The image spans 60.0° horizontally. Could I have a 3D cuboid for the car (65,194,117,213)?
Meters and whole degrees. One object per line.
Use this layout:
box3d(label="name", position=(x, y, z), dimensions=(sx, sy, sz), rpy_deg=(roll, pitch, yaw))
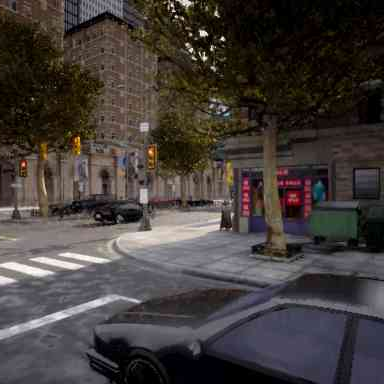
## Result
box3d(label="car", position=(-10.498, 1.221, 36.226), dimensions=(2.150, 2.045, 5.566), rpy_deg=(0, 0, 36))

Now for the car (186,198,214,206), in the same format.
box3d(label="car", position=(1.425, 1.601, 52.756), dimensions=(1.895, 1.301, 4.718), rpy_deg=(0, 0, 36))

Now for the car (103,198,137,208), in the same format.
box3d(label="car", position=(-10.271, 1.595, 47.917), dimensions=(1.895, 1.301, 4.718), rpy_deg=(0, 0, 36))

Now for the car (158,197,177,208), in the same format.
box3d(label="car", position=(-4.594, 1.478, 44.420), dimensions=(1.882, 1.535, 5.008), rpy_deg=(0, 0, 36))

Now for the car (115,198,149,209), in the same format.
box3d(label="car", position=(-8.138, 1.526, 45.468), dimensions=(1.812, 1.442, 4.674), rpy_deg=(0, 0, 36))

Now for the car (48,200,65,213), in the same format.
box3d(label="car", position=(-13.763, 1.547, 37.679), dimensions=(2.033, 1.411, 5.357), rpy_deg=(0, 0, 36))

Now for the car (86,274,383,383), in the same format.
box3d(label="car", position=(1.397, 1.549, 3.013), dimensions=(5.357, 1.411, 2.033), rpy_deg=(0, 0, 35))

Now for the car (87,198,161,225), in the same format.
box3d(label="car", position=(-4.872, 1.481, 24.541), dimensions=(1.882, 1.535, 5.008), rpy_deg=(-1, -1, 36))

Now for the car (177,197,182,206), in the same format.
box3d(label="car", position=(-2.268, 1.564, 53.622), dimensions=(1.994, 1.385, 4.181), rpy_deg=(0, 0, 36))
